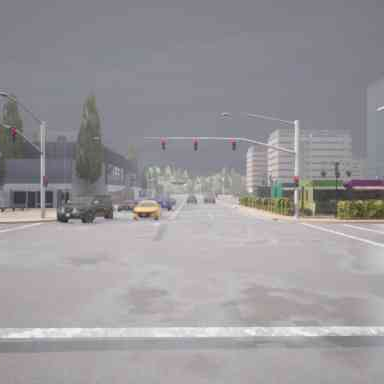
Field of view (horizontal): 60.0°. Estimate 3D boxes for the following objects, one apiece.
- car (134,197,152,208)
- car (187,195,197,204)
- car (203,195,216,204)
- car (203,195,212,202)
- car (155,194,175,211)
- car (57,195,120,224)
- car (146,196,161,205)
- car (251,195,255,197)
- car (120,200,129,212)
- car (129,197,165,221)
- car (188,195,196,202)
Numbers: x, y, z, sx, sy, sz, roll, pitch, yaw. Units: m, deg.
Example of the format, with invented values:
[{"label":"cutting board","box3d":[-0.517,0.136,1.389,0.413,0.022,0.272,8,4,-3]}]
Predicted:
[{"label":"car","box3d":[-7.105,1.477,48.616,1.882,1.535,5.008,0,0,0]},{"label":"car","box3d":[-0.014,1.491,63.733,2.128,1.511,4.902,0,0,0]},{"label":"car","box3d":[3.486,1.491,63.734,2.128,1.511,4.902,0,0,0]},{"label":"car","box3d":[3.483,1.397,74.009,1.812,1.442,4.674,0,0,0]},{"label":"car","box3d":[-3.601,1.222,40.526,2.150,2.045,5.566,0,0,0]},{"label":"car","box3d":[-7.867,1.222,25.264,2.150,2.045,5.566,0,0,12]},{"label":"car","box3d":[-7.070,1.547,61.743,2.033,1.411,5.357,0,0,1]},{"label":"car","box3d":[17.749,1.153,86.905,4.605,1.855,1.932,0,0,-2]},{"label":"car","box3d":[-7.105,1.564,37.870,1.994,1.385,4.181,0,0,0]},{"label":"car","box3d":[-3.605,1.478,27.485,1.882,1.535,5.008,0,0,0]},{"label":"car","box3d":[-0.017,1.372,74.007,1.837,1.490,4.892,0,0,0]}]
